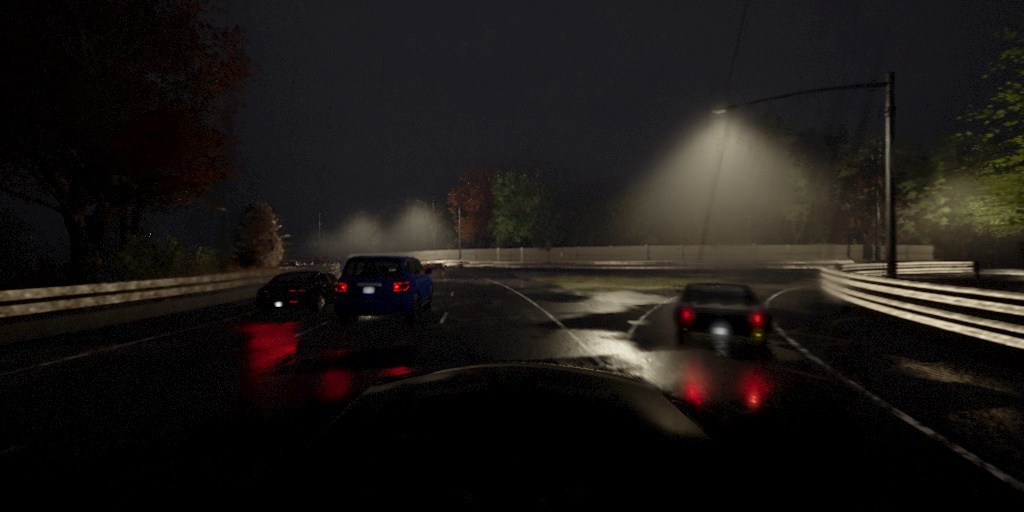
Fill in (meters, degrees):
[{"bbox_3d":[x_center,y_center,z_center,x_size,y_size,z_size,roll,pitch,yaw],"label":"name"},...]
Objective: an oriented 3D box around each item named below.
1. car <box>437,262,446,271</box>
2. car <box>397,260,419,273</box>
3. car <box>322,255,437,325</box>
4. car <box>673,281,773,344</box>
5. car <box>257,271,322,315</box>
[{"bbox_3d":[-10.727,1.439,49.462,1.895,1.301,4.718,0,0,-27],"label":"car"},{"bbox_3d":[-13.964,1.334,48.111,1.882,1.535,5.008,0,0,-27],"label":"car"},{"bbox_3d":[-4.037,1.001,12.148,2.150,2.045,5.566,0,0,-5],"label":"car"},{"bbox_3d":[5.467,1.323,9.675,1.895,1.301,4.718,0,0,27],"label":"car"},{"bbox_3d":[-7.824,1.307,13.957,1.837,1.490,4.892,0,0,-7],"label":"car"}]
